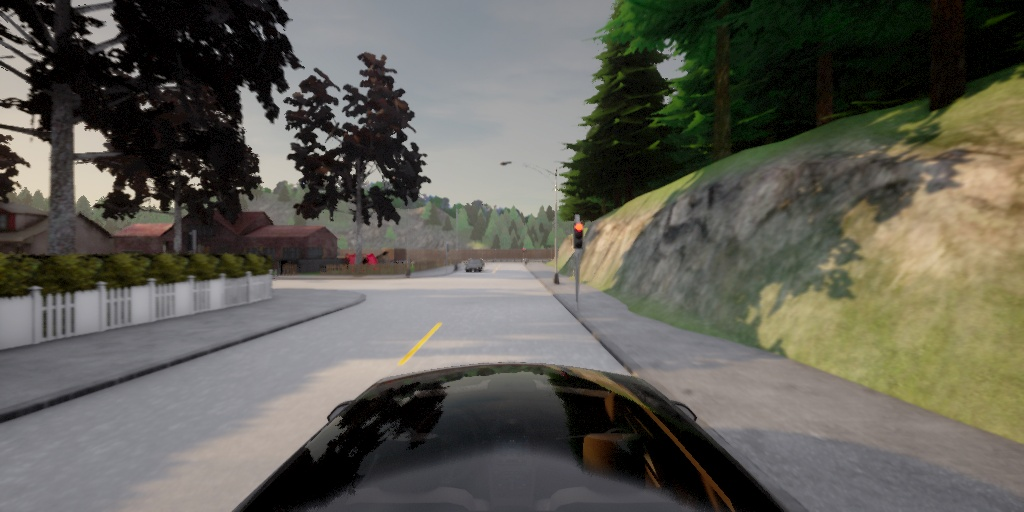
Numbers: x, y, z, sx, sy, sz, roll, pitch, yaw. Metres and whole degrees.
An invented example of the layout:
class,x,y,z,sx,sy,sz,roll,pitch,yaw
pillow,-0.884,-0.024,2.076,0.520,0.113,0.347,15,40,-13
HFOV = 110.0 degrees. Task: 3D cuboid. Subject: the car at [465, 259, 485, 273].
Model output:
class,x,y,z,sx,sy,sz,roll,pitch,yaw
car,-4.003,1.101,39.166,1.837,1.490,4.892,0,2,0
